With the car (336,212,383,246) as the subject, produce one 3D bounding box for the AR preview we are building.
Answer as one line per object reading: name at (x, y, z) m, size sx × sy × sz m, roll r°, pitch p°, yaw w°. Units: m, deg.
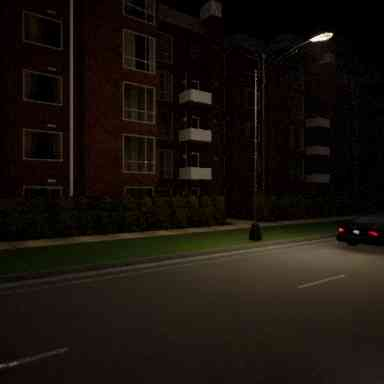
car at (8.269, 1.560, 14.066) m, size 5.357 × 1.411 × 2.033 m, roll 0°, pitch 0°, yaw -35°
